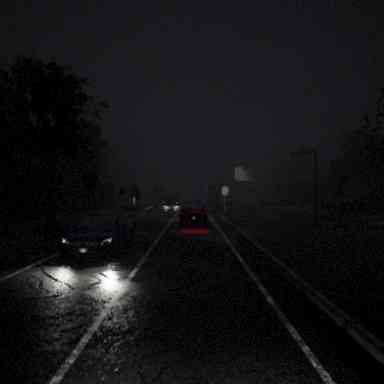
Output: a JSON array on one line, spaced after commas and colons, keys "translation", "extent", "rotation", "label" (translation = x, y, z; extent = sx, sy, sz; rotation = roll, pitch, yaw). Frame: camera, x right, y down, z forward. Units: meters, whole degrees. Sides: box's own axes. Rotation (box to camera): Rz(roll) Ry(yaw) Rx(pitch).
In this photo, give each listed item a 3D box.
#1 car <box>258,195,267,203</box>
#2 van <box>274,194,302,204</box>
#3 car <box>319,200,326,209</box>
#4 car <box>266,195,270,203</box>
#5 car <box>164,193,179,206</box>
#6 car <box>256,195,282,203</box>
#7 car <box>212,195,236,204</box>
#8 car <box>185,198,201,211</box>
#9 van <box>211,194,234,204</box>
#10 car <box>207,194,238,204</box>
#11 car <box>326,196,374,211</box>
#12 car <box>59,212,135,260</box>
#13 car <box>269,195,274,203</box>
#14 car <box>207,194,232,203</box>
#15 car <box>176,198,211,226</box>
[{"translation": [18.452, 1.549, 74.360], "extent": [5.566, 2.045, 2.435], "rotation": [0, -2, -1], "label": "car"}, {"translation": [18.449, 1.346, 63.187], "extent": [4.442, 1.987, 1.878], "rotation": [0, -1, 0], "label": "van"}, {"translation": [18.697, 1.478, 42.391], "extent": [4.674, 1.452, 2.002], "rotation": [0, 0, 0], "label": "car"}, {"translation": [18.710, 1.667, 68.640], "extent": [5.366, 1.575, 1.946], "rotation": [0, -1, 0], "label": "car"}, {"translation": [-3.316, 1.225, 54.606], "extent": [2.150, 2.045, 5.566], "rotation": [0, 0, 0], "label": "car"}, {"translation": [18.384, 1.707, 79.820], "extent": [5.566, 2.045, 2.435], "rotation": [0, -2, -1], "label": "car"}, {"translation": [6.302, 1.502, 66.657], "extent": [4.553, 1.767, 2.185], "rotation": [0, -1, 0], "label": "car"}, {"translation": [0.110, 1.495, 40.873], "extent": [1.837, 1.490, 4.892], "rotation": [0, 0, 0], "label": "car"}, {"translation": [6.364, 1.465, 69.696], "extent": [4.442, 1.987, 1.878], "rotation": [0, -1, 0], "label": "van"}, {"translation": [6.109, 1.575, 63.736], "extent": [5.366, 1.575, 1.946], "rotation": [0, -1, 0], "label": "car"}, {"translation": [18.767, 1.312, 39.221], "extent": [4.553, 1.767, 2.185], "rotation": [0, 0, 0], "label": "car"}, {"translation": [-3.346, 1.524, 12.546], "extent": [1.812, 1.442, 4.674], "rotation": [0, 0, 0], "label": "car"}, {"translation": [18.730, 1.616, 65.980], "extent": [5.366, 1.575, 1.946], "rotation": [0, -1, 0], "label": "car"}, {"translation": [6.221, 1.588, 75.887], "extent": [5.566, 2.045, 2.435], "rotation": [0, -1, -1], "label": "car"}, {"translation": [0.108, 1.475, 23.544], "extent": [1.882, 1.535, 5.008], "rotation": [0, 0, 0], "label": "car"}]
